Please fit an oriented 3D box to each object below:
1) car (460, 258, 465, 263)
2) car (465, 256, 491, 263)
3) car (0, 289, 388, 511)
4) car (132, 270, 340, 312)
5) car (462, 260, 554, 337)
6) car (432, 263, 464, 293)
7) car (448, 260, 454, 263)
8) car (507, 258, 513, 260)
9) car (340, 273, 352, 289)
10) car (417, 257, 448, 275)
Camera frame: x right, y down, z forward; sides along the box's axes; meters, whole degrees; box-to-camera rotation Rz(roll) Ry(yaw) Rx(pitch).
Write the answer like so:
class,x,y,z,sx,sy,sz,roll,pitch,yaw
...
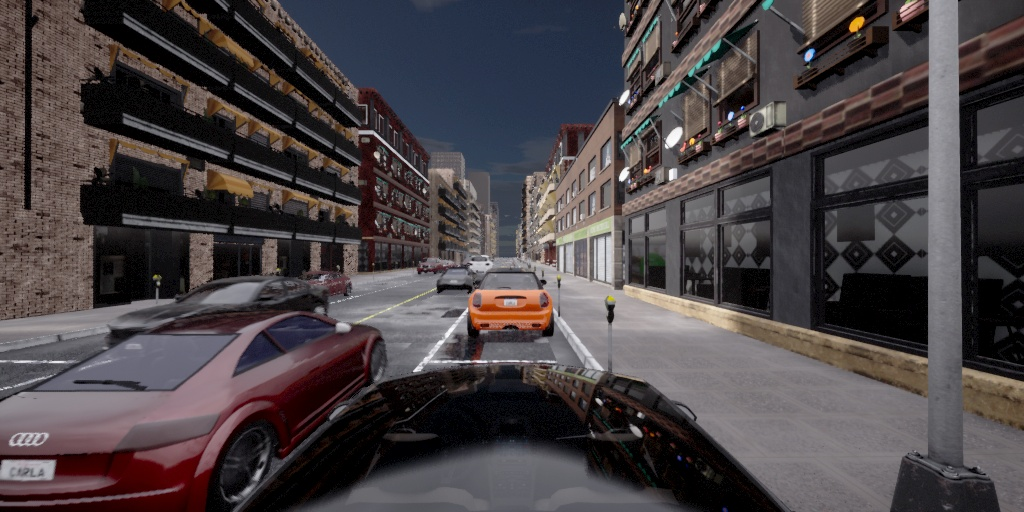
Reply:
class,x,y,z,sx,sy,sz,roll,pitch,yaw
car,-6.146,1.022,50.494,2.097,1.767,4.553,0,0,0
car,-3.134,0.971,37.097,2.150,2.045,5.566,0,0,0
car,-3.044,1.314,4.261,1.994,1.385,4.181,0,0,0
car,-6.245,1.228,8.418,1.882,1.535,5.008,0,0,0
car,-0.032,1.103,10.469,2.097,1.767,4.553,0,0,0
car,-3.045,1.315,20.771,1.994,1.385,4.181,0,0,0
car,-8.837,1.188,44.643,1.967,1.591,4.097,0,0,0
car,-0.456,1.275,39.173,1.751,1.417,4.829,0,0,0
car,-8.837,1.333,16.462,1.802,1.307,4.207,0,0,0
car,-8.837,1.064,39.007,2.192,1.841,5.009,0,0,0
